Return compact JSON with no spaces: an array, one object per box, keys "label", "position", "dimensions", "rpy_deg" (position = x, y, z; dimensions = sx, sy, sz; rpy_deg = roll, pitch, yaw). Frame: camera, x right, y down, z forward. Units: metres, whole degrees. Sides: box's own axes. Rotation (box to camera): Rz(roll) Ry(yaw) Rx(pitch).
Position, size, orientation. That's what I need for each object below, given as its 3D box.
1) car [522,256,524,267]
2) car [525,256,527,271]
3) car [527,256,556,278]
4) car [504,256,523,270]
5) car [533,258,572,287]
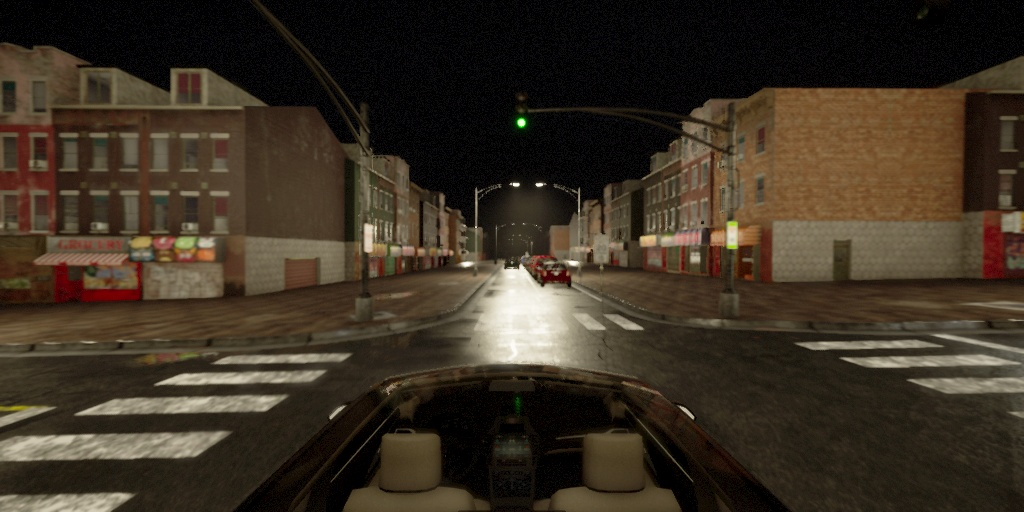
[{"label":"car","position":[2.651,1.012,44.856],"dimensions":[1.967,1.591,4.097],"rpy_deg":[0,0,0]},{"label":"car","position":[2.648,0.924,34.052],"dimensions":[2.192,1.841,5.009],"rpy_deg":[0,0,0]},{"label":"car","position":[2.646,0.945,28.649],"dimensions":[2.192,1.841,5.009],"rpy_deg":[0,0,0]},{"label":"car","position":[0.020,0.901,48.272],"dimensions":[2.097,1.767,4.553],"rpy_deg":[0,0,0]},{"label":"car","position":[2.645,1.093,23.248],"dimensions":[1.967,1.591,4.097],"rpy_deg":[0,0,0]}]
